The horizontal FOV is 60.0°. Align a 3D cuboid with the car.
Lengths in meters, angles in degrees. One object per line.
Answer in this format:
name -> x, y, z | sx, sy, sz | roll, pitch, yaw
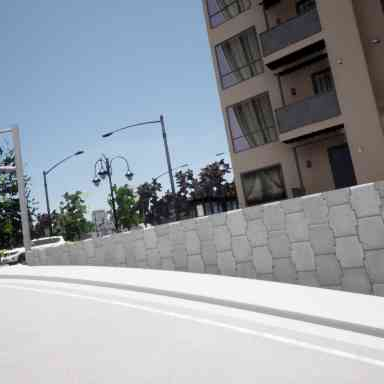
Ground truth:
car -> -14.132, 5.315, 30.275 | 2.150, 2.045, 5.566 | -14, -8, 35
